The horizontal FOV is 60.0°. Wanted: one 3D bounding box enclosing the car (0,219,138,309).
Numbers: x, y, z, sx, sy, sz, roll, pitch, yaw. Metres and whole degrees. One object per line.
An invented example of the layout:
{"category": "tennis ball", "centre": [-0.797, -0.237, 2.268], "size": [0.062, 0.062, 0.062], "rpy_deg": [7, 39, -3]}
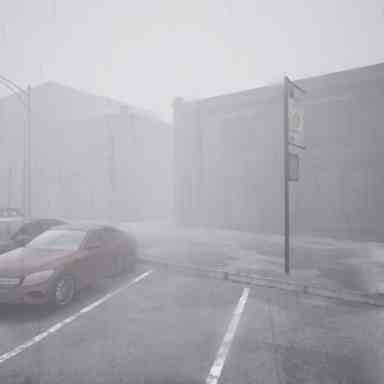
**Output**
{"category": "car", "centre": [-2.888, 1.527, 8.154], "size": [2.002, 1.452, 4.674], "rpy_deg": [1, -1, 16]}

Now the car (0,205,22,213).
{"category": "car", "centre": [-7.756, 1.366, 11.680], "size": [2.185, 1.767, 4.553], "rpy_deg": [1, -1, 16]}

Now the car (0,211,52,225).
{"category": "car", "centre": [-5.337, 1.517, 9.872], "size": [2.163, 1.488, 4.792], "rpy_deg": [1, -1, 16]}
